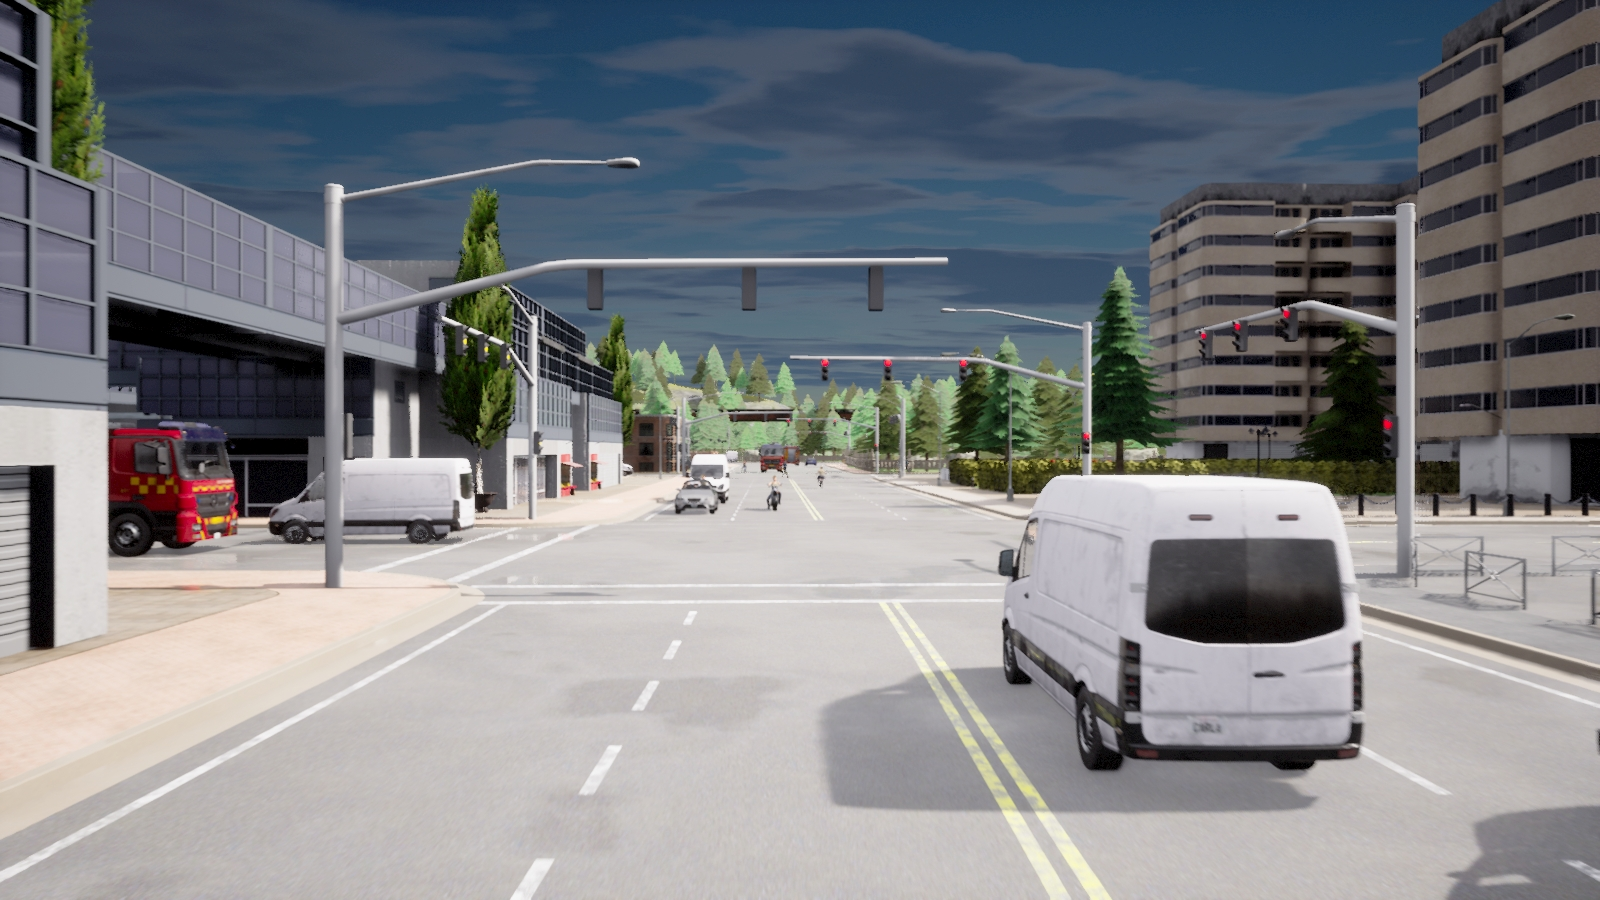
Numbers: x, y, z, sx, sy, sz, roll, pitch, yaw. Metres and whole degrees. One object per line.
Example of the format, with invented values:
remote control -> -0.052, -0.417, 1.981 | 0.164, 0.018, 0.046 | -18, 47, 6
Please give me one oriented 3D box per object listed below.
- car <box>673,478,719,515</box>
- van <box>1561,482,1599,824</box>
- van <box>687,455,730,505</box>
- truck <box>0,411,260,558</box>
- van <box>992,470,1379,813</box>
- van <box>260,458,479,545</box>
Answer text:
car -> -4.616, 2.066, 51.244 | 1.816, 1.474, 4.193 | 0, 0, -2
van -> 7.014, 1.534, 6.081 | 1.988, 2.561, 5.915 | 0, 0, 0
van -> -4.884, 1.535, 61.617 | 1.988, 2.561, 5.915 | 0, 0, -1
truck -> -19.668, 0.891, 31.177 | 8.468, 3.827, 2.891 | 0, 0, -1
van -> 3.491, 1.534, 11.825 | 1.988, 2.561, 5.915 | 0, 0, 0
van -> -13.040, 1.535, 34.860 | 5.915, 2.561, 1.988 | 0, 0, -2
